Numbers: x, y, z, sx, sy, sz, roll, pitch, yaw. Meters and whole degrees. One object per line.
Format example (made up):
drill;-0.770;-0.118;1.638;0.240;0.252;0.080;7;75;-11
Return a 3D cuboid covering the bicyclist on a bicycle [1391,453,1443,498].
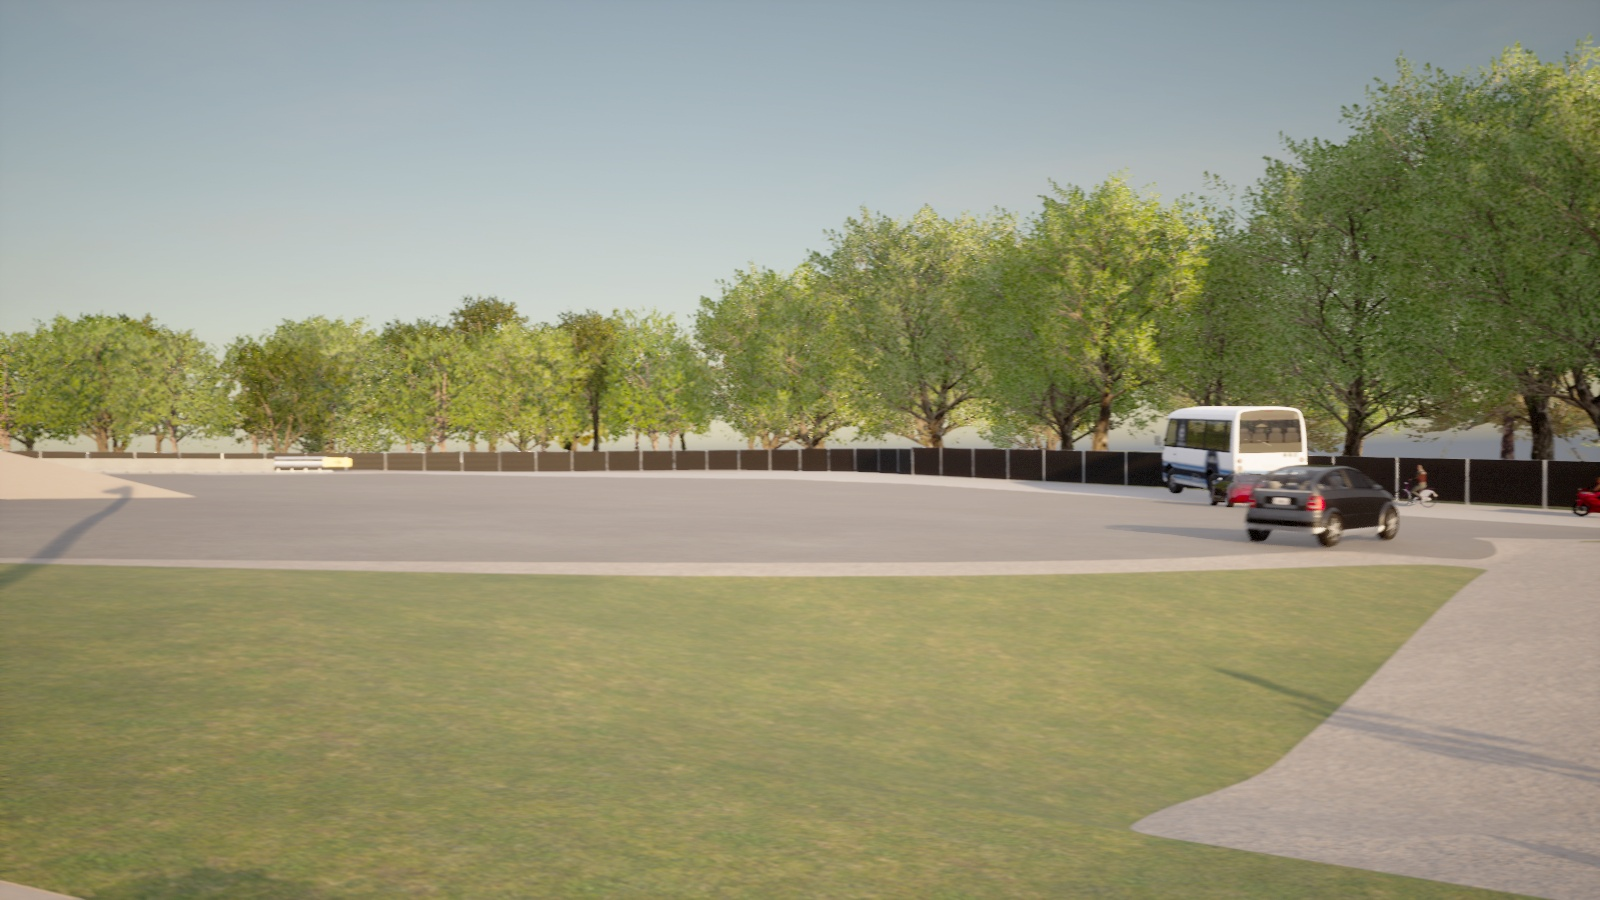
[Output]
bicyclist on a bicycle;25.486;1.025;51.895;0.659;1.776;1.843;-2;2;-31

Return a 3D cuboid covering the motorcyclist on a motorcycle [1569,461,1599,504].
motorcyclist on a motorcycle;29.358;1.200;45.832;0.797;1.523;2.044;-2;2;-34

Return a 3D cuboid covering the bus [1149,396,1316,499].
bus;19.961;-0.283;58.942;3.944;4.253;10.273;-2;2;-1

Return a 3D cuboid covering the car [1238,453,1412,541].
car;10.655;0.889;25.377;3.705;1.549;1.789;-1;1;-41

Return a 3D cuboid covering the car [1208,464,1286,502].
car;17.439;1.260;49.185;1.994;1.385;4.181;1;-1;7
